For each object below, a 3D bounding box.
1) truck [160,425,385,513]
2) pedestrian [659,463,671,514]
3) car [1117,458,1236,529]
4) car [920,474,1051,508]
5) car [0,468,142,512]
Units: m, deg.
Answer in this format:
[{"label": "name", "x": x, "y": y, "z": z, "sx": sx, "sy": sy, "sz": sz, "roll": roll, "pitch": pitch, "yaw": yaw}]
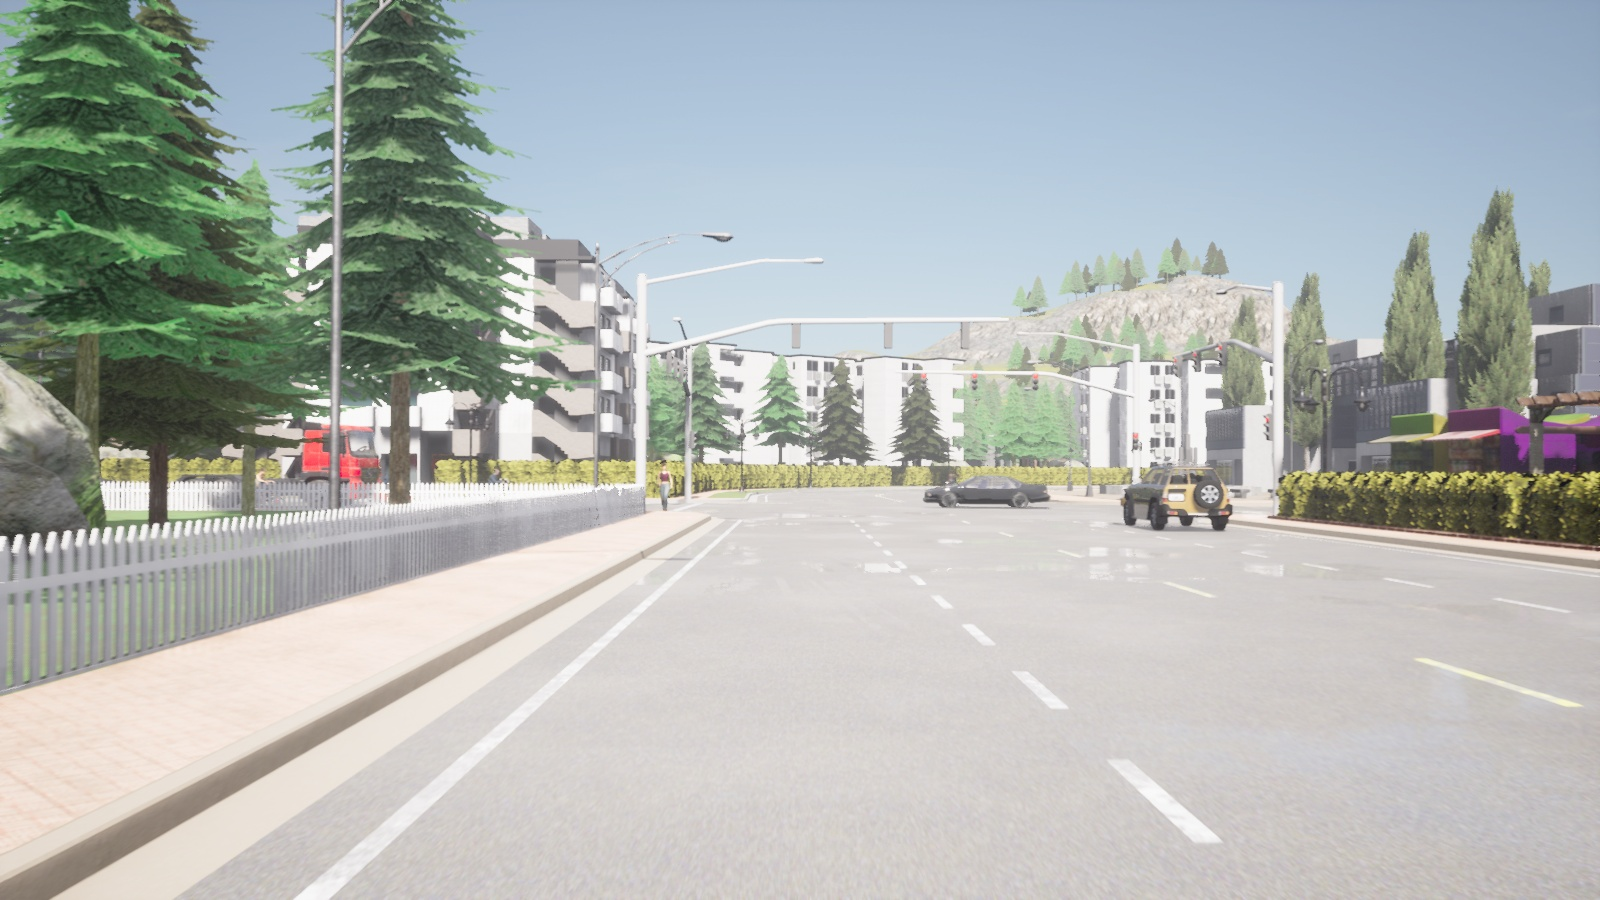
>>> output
[{"label": "truck", "x": -21.289, "y": 0.771, "z": 50.965, "sx": 7.936, "sy": 3.462, "sz": 2.891, "roll": 0, "pitch": -1, "yaw": 1}, {"label": "pedestrian", "x": -4.941, "y": 1.403, "z": 45.998, "sx": 0.345, "sy": 1.836, "sz": 0.594, "roll": 0, "pitch": -1, "yaw": 3}, {"label": "car", "x": 10.409, "y": 1.177, "z": 35.080, "sx": 1.932, "sy": 1.855, "sz": 4.605, "roll": 0, "pitch": -1, "yaw": 0}, {"label": "car", "x": 7.888, "y": 1.731, "z": 53.787, "sx": 5.357, "sy": 1.411, "sz": 2.033, "roll": 0, "pitch": -1, "yaw": 1}, {"label": "car", "x": -28.022, "y": 1.502, "z": 47.604, "sx": 5.027, "sy": 1.651, "sz": 2.152, "roll": 0, "pitch": -1, "yaw": 1}]
